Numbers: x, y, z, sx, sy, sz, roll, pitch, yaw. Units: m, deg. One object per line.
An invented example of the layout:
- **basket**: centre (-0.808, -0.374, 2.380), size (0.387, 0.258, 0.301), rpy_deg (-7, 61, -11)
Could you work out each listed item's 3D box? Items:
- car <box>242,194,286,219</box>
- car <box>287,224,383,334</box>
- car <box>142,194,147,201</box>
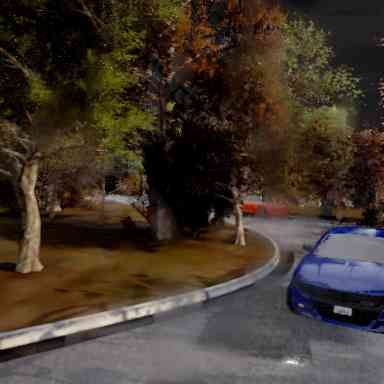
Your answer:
- **car**: centre (4.767, 0.913, 24.832), size (2.097, 1.767, 4.553), rpy_deg (2, 1, -34)
- **car**: centre (3.608, 1.531, 7.181), size (1.882, 1.535, 5.008), rpy_deg (2, 1, 32)
- **car**: centre (-3.903, 0.456, 37.222), size (1.994, 1.385, 4.181), rpy_deg (2, 1, -35)
